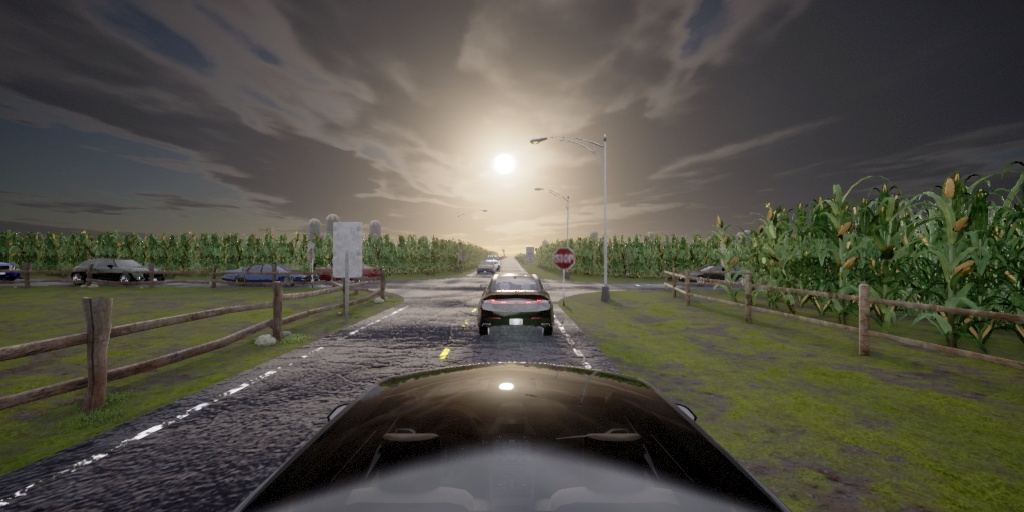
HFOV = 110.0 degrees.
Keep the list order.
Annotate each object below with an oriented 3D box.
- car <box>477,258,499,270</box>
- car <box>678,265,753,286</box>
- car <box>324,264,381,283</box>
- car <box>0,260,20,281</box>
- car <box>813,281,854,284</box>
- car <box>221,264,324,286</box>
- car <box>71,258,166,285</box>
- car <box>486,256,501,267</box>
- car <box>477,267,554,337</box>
[{"bbox_3d":[-2.879,1.287,40.831,2.033,1.411,5.357,0,0,0],"label":"car"},{"bbox_3d":[14.651,1.373,25.930,4.892,1.490,1.837,0,-1,0],"label":"car"},{"bbox_3d":[-12.213,1.176,26.171,5.008,1.535,1.882,0,-1,1],"label":"car"},{"bbox_3d":[-35.981,0.764,23.448,5.566,2.045,2.150,0,-1,1],"label":"car"},{"bbox_3d":[24.022,1.287,25.840,4.553,1.767,2.097,1,-1,1],"label":"car"},{"bbox_3d":[-15.619,1.198,23.282,5.357,1.411,2.033,0,-1,-1],"label":"car"},{"bbox_3d":[-25.483,0.948,23.347,4.553,1.767,2.097,0,-1,1],"label":"car"},{"bbox_3d":[-2.874,0.955,51.092,2.150,2.045,5.566,0,0,1],"label":"car"},{"bbox_3d":[0.092,1.242,10.361,2.128,1.511,4.902,0,0,0],"label":"car"}]
